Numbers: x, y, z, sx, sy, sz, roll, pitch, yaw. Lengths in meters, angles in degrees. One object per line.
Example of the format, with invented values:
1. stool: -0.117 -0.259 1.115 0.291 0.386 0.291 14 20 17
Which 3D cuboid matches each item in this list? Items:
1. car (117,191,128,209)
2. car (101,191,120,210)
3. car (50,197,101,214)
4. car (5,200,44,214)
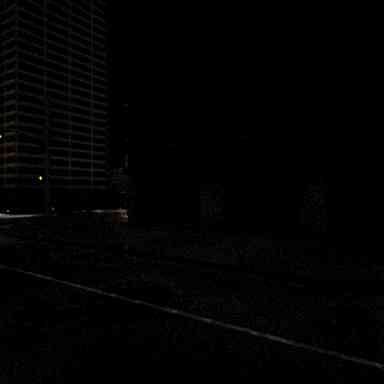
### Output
1. car: -6.788 1.221 44.370 2.150 2.045 5.566 0 0 36
2. car: -10.936 1.221 44.562 2.150 2.045 5.566 0 0 35
3. car: -12.750 1.491 35.888 2.128 1.511 4.902 0 0 35
4. car: -17.062 1.547 35.839 2.033 1.411 5.357 0 0 35
